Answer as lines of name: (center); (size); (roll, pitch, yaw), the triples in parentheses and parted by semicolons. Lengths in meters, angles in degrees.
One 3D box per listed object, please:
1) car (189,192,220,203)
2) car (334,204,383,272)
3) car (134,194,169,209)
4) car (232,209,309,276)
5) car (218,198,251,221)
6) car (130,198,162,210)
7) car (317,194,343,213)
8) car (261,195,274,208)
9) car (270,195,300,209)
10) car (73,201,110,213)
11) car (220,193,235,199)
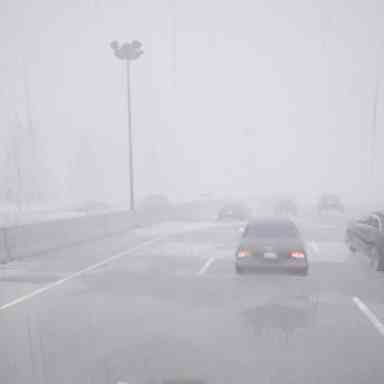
car: (1.619, 1.119, 48.697); (2.150, 2.045, 5.566); (-2, 0, 27)
car: (5.962, 1.299, 9.888); (2.128, 1.511, 4.902); (-2, 0, 13)
car: (-4.994, 1.328, 43.047); (2.150, 2.045, 5.566); (-2, 0, 25)
car: (2.353, 1.464, 10.010); (2.033, 1.411, 5.357); (-2, 0, 13)
car: (3.395, 1.431, 25.954); (1.994, 1.385, 4.181); (-2, 0, 20)
car: (-6.552, 1.640, 47.875); (2.128, 1.511, 4.902); (-2, 0, 26)
car: (12.662, 0.932, 30.498); (2.097, 1.767, 4.553); (-2, 0, 22)
car: (9.904, 1.158, 41.372); (1.837, 1.490, 4.892); (-2, 0, 26)
car: (8.216, 1.222, 28.835); (1.837, 1.490, 4.892); (-2, 0, 21)
car: (-12.768, 1.890, 42.763); (2.033, 1.411, 5.357); (-2, 0, 23)
car: (8.296, 0.998, 78.555); (2.128, 1.511, 4.902); (-2, 0, 37)
